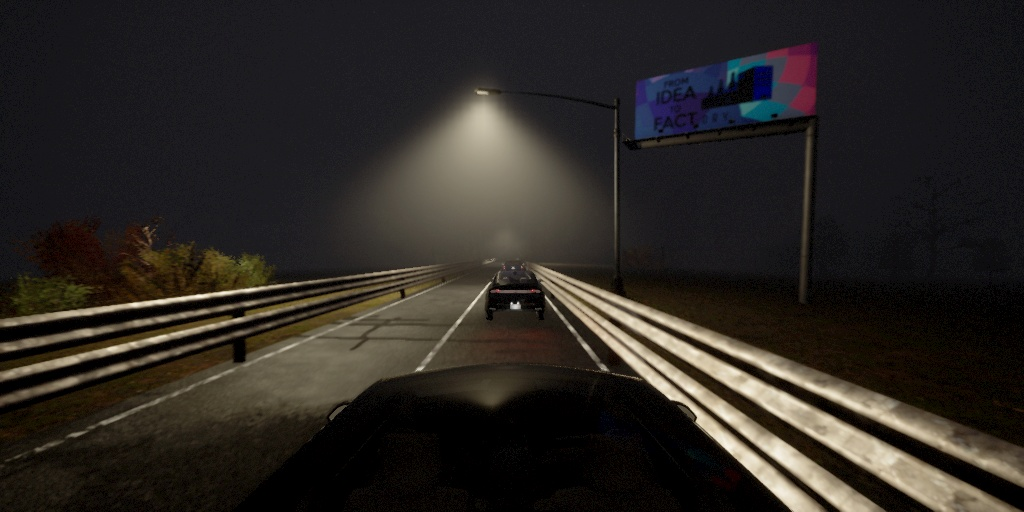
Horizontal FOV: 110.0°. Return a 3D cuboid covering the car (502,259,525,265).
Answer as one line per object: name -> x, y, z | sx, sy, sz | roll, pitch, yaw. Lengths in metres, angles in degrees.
car -> 0.110, 1.091, 33.626 | 2.097, 1.767, 4.553 | 0, 0, 0

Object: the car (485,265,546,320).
car -> 0.104, 1.238, 12.689 | 2.128, 1.511, 4.902 | 0, 0, 0
